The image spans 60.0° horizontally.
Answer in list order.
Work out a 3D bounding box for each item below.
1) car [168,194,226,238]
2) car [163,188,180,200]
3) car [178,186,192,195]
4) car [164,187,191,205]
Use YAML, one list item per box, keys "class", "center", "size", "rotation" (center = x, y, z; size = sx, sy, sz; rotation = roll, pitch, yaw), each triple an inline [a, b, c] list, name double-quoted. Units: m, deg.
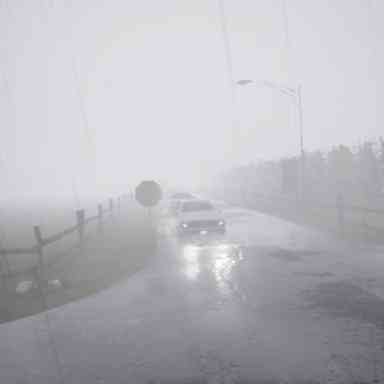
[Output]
- class: "car"
  center: [0.158, 1.044, 15.015]
  size: [2.033, 1.411, 5.357]
  rotation: [-3, 2, -6]
- class: "car"
  center: [-2.838, 0.215, 44.658]
  size: [2.033, 1.411, 5.357]
  rotation: [-3, 2, -5]
- class: "car"
  center: [-1.263, -0.220, 56.826]
  size: [1.895, 1.301, 4.718]
  rotation: [-3, 2, -6]
- class: "car"
  center: [-0.829, 0.704, 24.639]
  size: [1.882, 1.535, 5.008]
  rotation: [-3, 2, -6]
